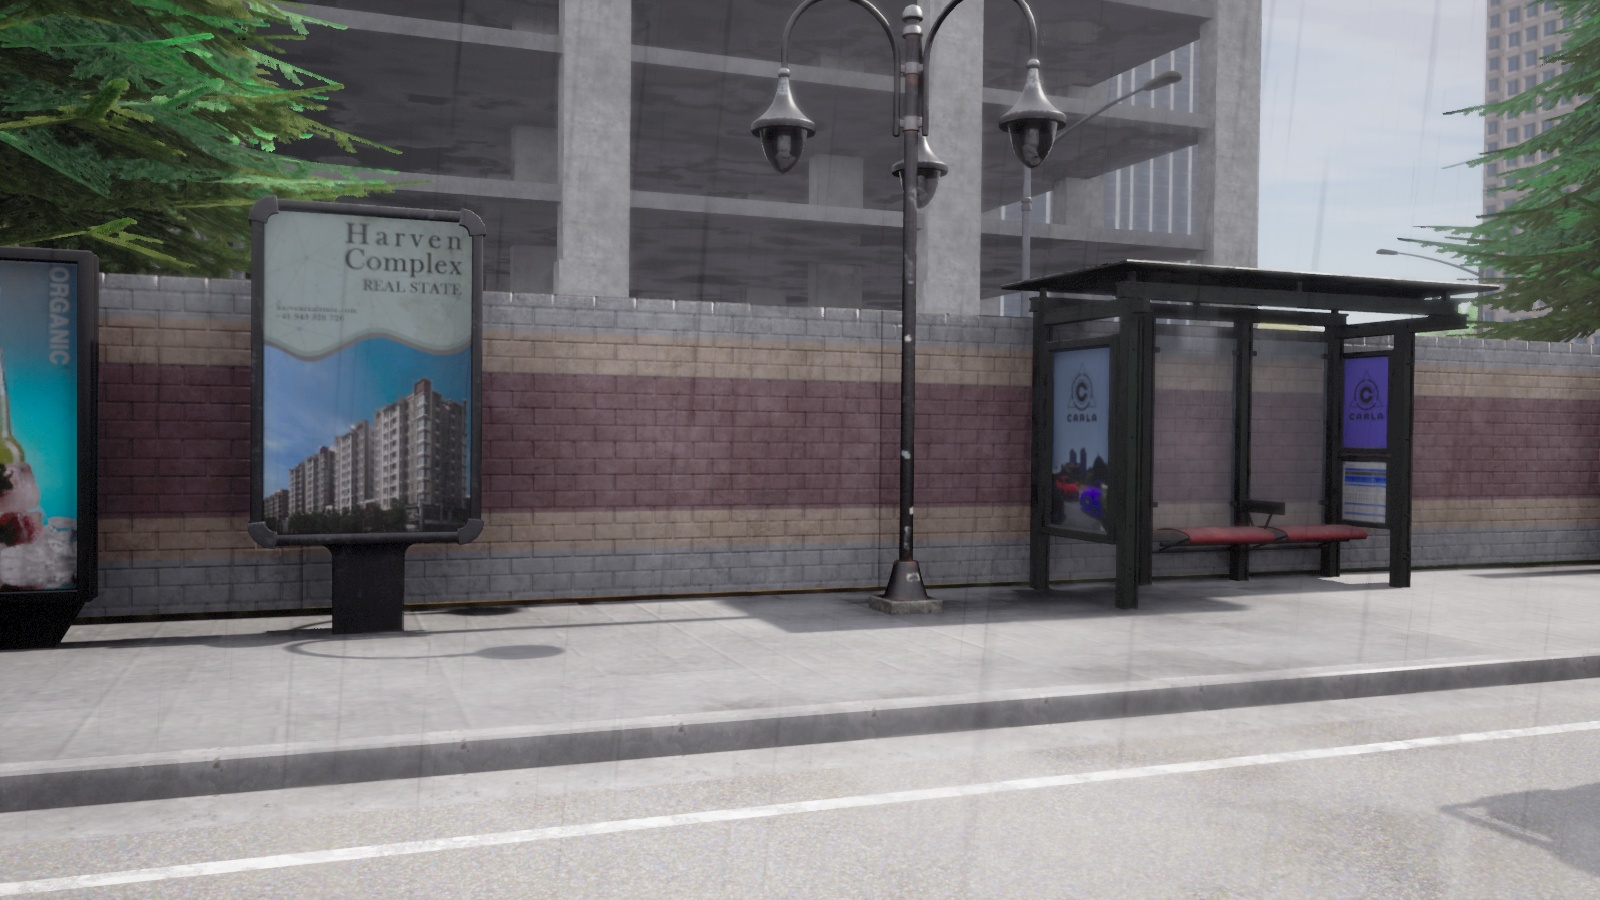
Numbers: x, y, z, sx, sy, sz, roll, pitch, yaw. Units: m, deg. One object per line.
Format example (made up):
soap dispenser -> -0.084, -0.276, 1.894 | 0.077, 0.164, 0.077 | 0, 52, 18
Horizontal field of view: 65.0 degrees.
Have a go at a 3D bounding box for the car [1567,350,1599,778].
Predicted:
car -> 5.893, 0.461, 5.478 | 4.605, 1.855, 1.932 | -1, 1, -21

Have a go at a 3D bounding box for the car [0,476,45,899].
car -> -3.928, 0.838, 1.747 | 4.674, 1.442, 1.812 | -1, 1, -21
